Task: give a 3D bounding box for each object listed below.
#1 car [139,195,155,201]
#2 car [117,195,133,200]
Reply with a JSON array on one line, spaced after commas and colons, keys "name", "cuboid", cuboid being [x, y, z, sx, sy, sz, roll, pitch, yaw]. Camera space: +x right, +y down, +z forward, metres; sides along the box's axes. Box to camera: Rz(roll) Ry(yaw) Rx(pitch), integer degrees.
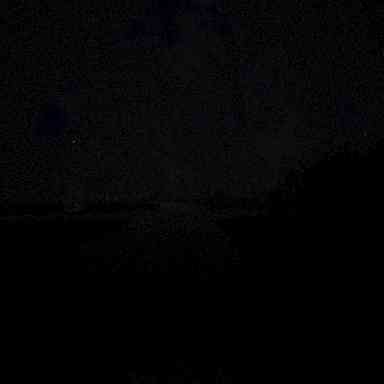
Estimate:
[{"name": "car", "cuboid": [-10.855, 1.442, 79.852, 1.882, 1.535, 5.008, -1, 0, -37]}, {"name": "car", "cuboid": [-17.747, 1.554, 87.698, 4.718, 1.301, 1.895, -1, 1, 42]}]
